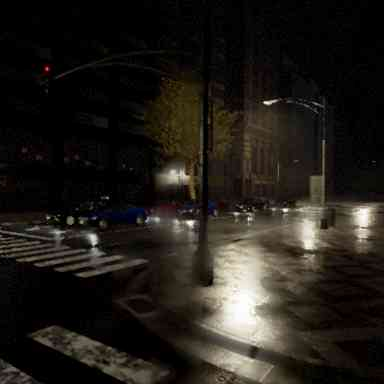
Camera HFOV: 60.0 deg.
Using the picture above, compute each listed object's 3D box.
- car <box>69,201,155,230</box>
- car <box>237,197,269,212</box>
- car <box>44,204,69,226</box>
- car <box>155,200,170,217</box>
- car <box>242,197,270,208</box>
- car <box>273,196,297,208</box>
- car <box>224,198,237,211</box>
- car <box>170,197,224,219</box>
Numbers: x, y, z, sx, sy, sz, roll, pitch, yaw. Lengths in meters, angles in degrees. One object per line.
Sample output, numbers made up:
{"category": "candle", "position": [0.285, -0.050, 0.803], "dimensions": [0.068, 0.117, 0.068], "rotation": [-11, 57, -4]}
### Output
{"category": "car", "position": [-4.735, 1.411, 20.345], "dimensions": [1.812, 1.442, 4.674], "rotation": [1, 1, 37]}
{"category": "car", "position": [6.478, 1.346, 36.151], "dimensions": [1.837, 1.490, 4.892], "rotation": [1, 1, 36]}
{"category": "car", "position": [-7.352, 1.359, 22.255], "dimensions": [1.837, 1.490, 4.892], "rotation": [1, 1, 37]}
{"category": "car", "position": [-2.223, 1.398, 29.528], "dimensions": [1.994, 1.385, 4.181], "rotation": [1, 1, 34]}
{"category": "car", "position": [8.630, 1.395, 44.760], "dimensions": [1.895, 1.301, 4.718], "rotation": [1, 0, 36]}
{"category": "car", "position": [12.498, 1.325, 44.565], "dimensions": [1.837, 1.490, 4.892], "rotation": [1, 1, 36]}
{"category": "car", "position": [2.779, 1.340, 36.553], "dimensions": [1.812, 1.442, 4.674], "rotation": [1, 1, 36]}
{"category": "car", "position": [0.528, 1.390, 27.773], "dimensions": [1.812, 1.442, 4.674], "rotation": [1, 1, 35]}
